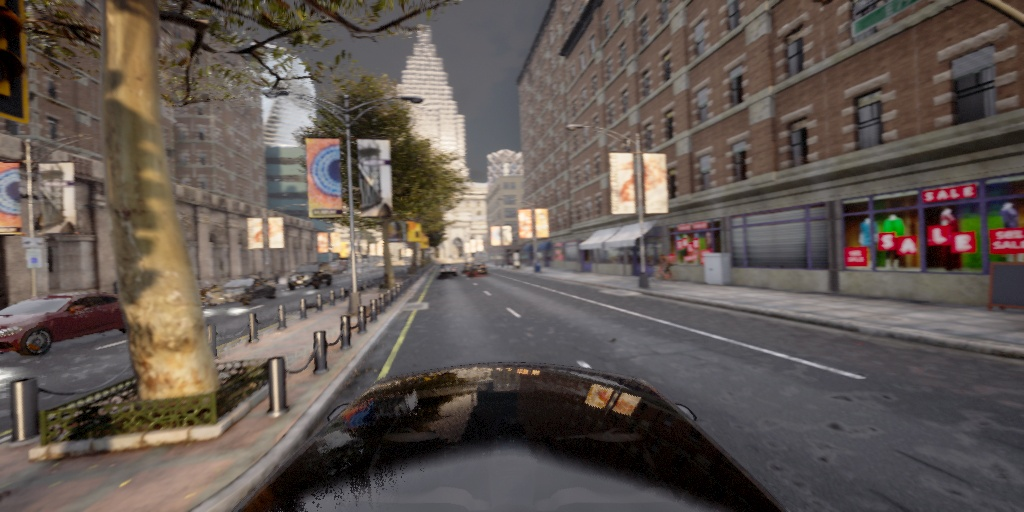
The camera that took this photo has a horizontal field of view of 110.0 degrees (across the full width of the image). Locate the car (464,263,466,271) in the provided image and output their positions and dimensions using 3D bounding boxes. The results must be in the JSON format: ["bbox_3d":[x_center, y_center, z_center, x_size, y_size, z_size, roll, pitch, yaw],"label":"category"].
[{"bbox_3d":[-6.054,1.474,52.710,2.128,1.511,4.902,-2,0,-11],"label":"car"}]

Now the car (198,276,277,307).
[{"bbox_3d":[-15.054,1.913,20.255,1.812,1.442,4.674,-2,0,-11],"label":"car"}]

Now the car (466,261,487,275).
[{"bbox_3d":[-4.114,1.409,42.796,1.837,1.490,4.892,-2,0,-11],"label":"car"}]

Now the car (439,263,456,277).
[{"bbox_3d":[-7.382,1.593,41.303,2.033,1.411,5.357,-2,0,-11],"label":"car"}]

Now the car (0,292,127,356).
[{"bbox_3d":[-13.118,1.835,10.386,1.812,1.442,4.674,-2,0,-11],"label":"car"}]

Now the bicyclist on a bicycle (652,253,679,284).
[{"bbox_3d":[8.247,0.684,19.297,1.656,1.620,0.582,-2,0,-11],"label":"bicyclist on a bicycle"}]

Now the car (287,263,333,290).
[{"bbox_3d":[-17.107,1.691,30.661,2.150,2.045,5.566,-2,0,-11],"label":"car"}]
